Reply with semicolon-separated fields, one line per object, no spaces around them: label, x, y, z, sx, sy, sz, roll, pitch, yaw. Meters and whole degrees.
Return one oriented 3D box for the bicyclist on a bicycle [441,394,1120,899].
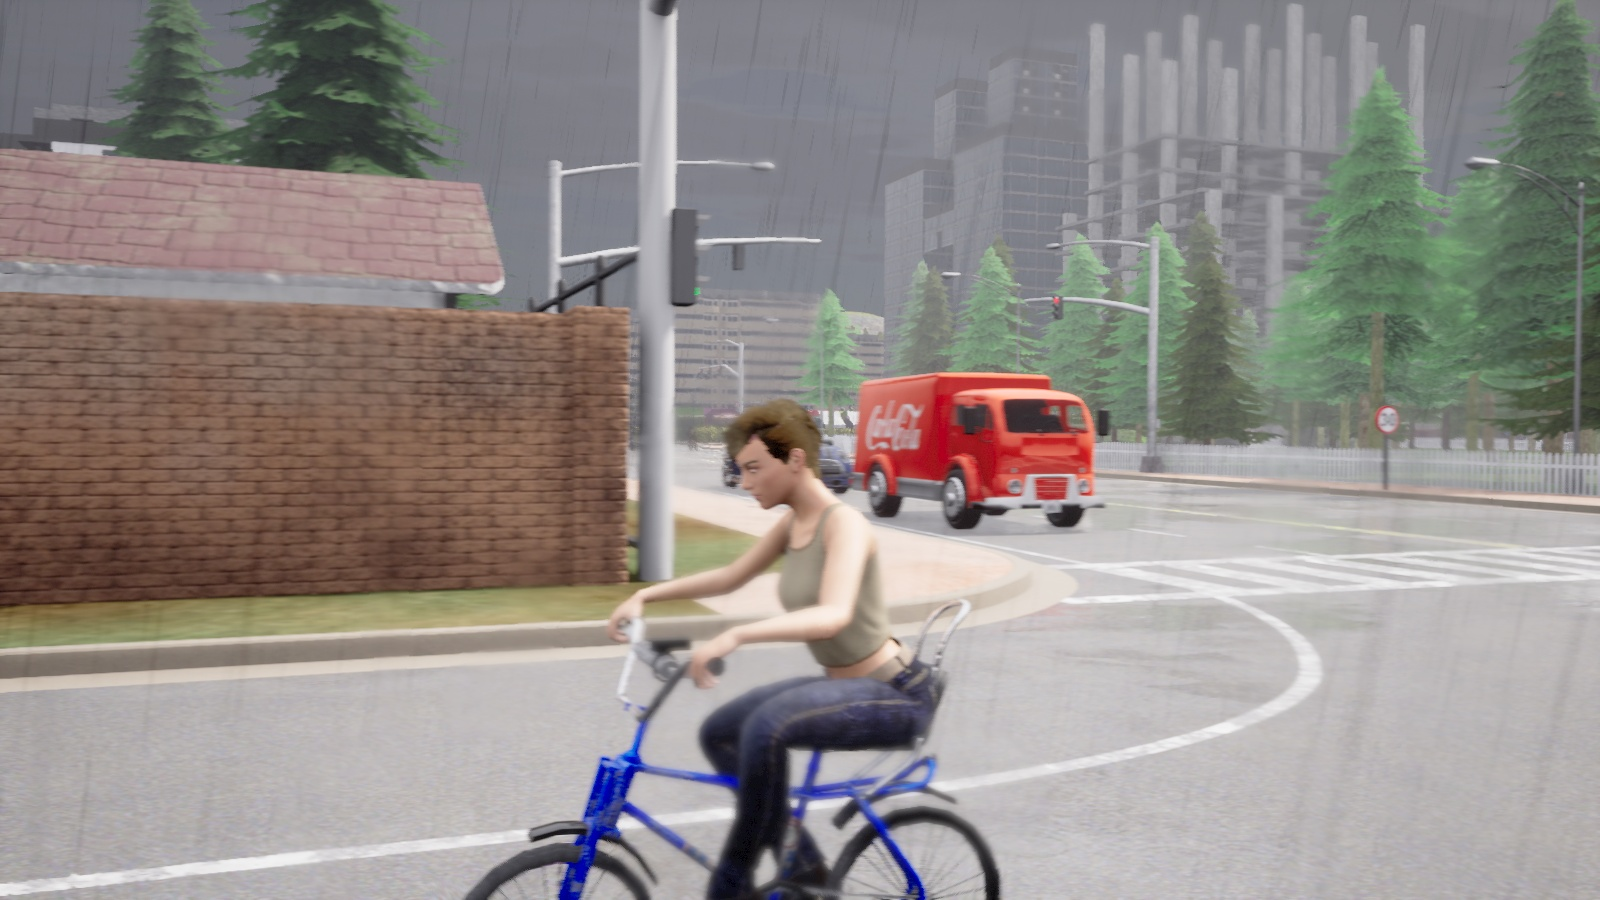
bicyclist on a bicycle;-0.083;0.679;3.202;1.509;1.612;0.866;-1;1;-21

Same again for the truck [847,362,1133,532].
truck;2.975;-0.095;21.160;2.627;2.467;5.204;-1;1;-19

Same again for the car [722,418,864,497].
car;-0.276;0.131;30.608;2.097;1.767;4.553;-1;1;-19
